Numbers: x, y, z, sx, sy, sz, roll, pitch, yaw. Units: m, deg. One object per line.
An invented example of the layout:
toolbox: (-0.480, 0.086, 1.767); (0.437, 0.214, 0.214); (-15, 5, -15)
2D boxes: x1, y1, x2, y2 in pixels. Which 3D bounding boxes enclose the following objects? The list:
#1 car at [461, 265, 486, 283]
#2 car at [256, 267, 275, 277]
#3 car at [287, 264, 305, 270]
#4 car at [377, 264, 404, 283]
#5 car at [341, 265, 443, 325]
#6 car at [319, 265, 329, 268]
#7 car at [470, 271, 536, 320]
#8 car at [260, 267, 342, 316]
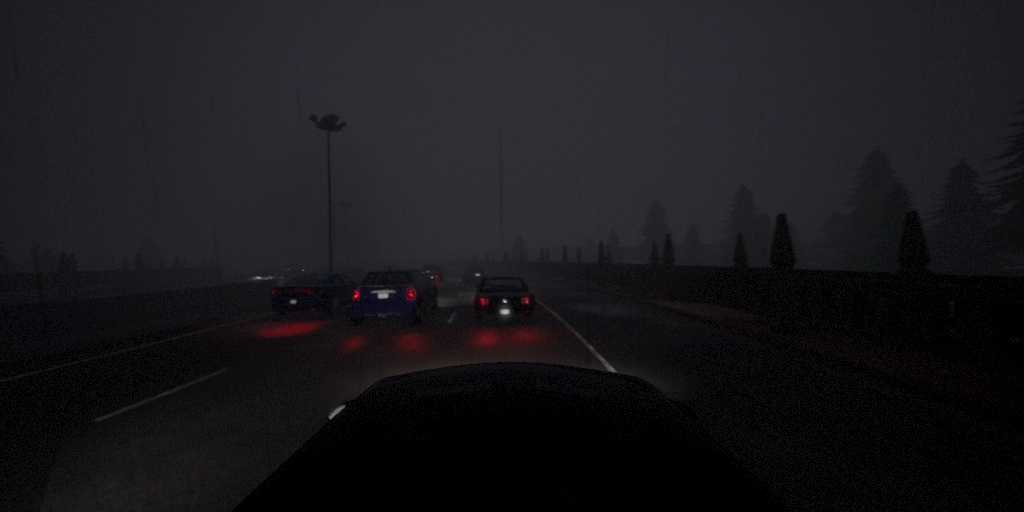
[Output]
car: (-3.113, 1.463, 29.972); (1.994, 1.385, 4.181); (-1, 0, -13)
car: (-33.137, 2.120, 48.357); (1.994, 1.385, 4.181); (-1, 0, -30)
car: (-29.592, 1.839, 49.233); (2.097, 1.767, 4.553); (-1, 0, -29)
car: (-11.276, 1.553, 33.462); (2.128, 1.511, 4.902); (-1, 0, -16)
car: (-3.904, 1.198, 12.609); (2.097, 1.767, 4.553); (-1, 0, -4)
car: (-24.485, 1.898, 47.133); (1.812, 1.442, 4.674); (-1, 0, -27)
car: (-0.365, 1.393, 12.946); (1.895, 1.301, 4.718); (-1, 0, -4)
car: (-7.536, 1.390, 14.454); (1.882, 1.535, 5.008); (-1, 0, -5)
